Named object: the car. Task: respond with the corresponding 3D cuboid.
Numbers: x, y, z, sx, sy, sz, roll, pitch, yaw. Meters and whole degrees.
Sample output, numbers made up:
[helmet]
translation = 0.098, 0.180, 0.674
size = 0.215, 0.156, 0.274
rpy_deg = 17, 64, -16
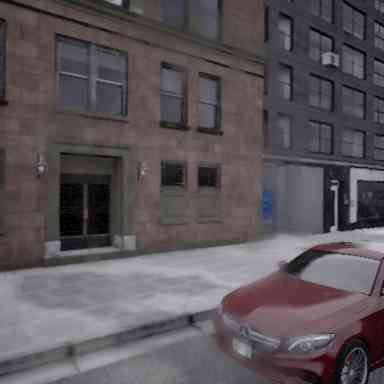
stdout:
[car]
translation = 2.481, 1.543, 5.137
size = 4.674, 1.442, 1.812
rpy_deg = 0, 0, -35
